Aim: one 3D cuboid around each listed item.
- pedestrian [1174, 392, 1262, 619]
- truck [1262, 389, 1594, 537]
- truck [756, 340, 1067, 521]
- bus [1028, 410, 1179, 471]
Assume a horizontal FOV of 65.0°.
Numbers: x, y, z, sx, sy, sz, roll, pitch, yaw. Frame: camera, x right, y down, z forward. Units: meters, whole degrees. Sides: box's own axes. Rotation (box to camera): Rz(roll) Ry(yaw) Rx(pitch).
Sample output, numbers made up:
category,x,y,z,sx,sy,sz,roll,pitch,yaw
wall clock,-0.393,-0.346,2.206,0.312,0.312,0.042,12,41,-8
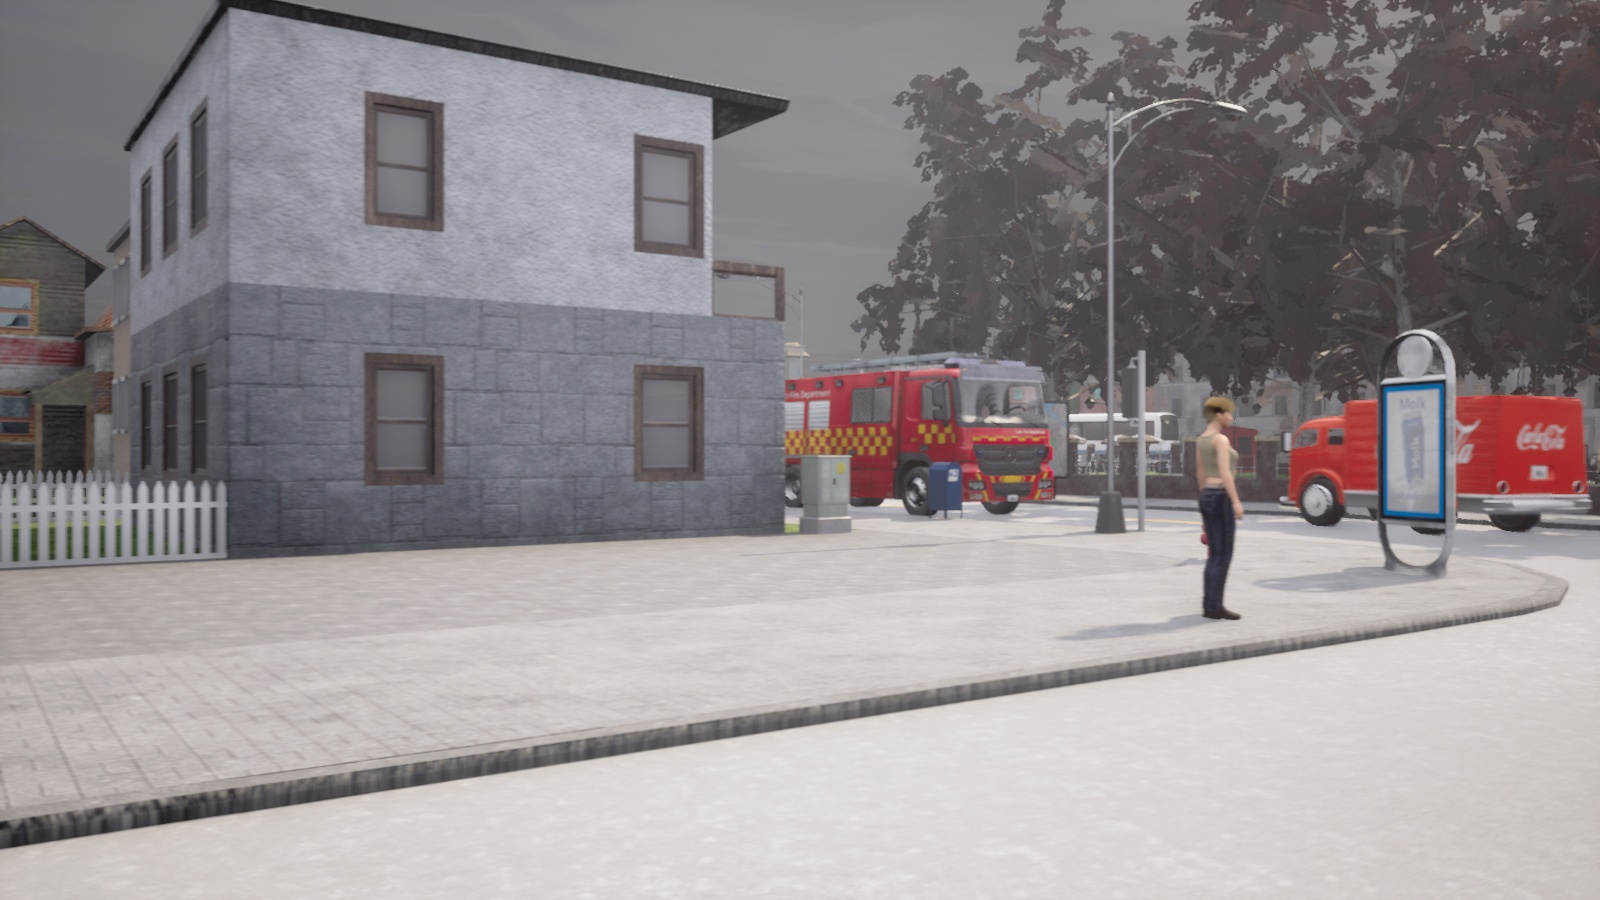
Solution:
category,x,y,z,sx,sy,sz,roll,pitch,yaw
pedestrian,3.436,0.447,10.341,0.594,1.836,0.345,0,0,-3
truck,11.677,0.224,23.858,2.627,2.467,5.204,0,0,-22
truck,2.412,-0.406,30.886,2.891,3.827,8.468,0,0,-34
bus,22.320,-0.669,92.887,10.273,4.253,3.944,0,1,43
